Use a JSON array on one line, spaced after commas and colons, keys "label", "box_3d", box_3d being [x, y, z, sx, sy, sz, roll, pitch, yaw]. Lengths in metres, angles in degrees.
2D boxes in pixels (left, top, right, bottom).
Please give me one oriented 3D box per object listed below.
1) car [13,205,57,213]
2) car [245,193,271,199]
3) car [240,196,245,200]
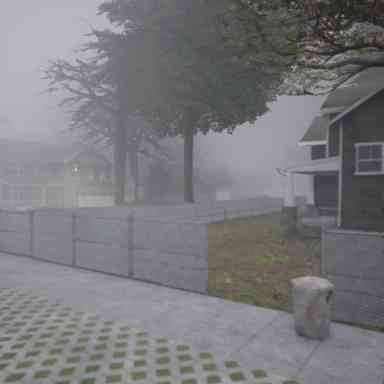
[{"label": "car", "box_3d": [-9.009, 1.478, 19.934, 1.812, 1.442, 4.674, 1, 1, 35]}, {"label": "car", "box_3d": [9.631, 1.074, 46.117, 1.837, 1.490, 4.892, 1, 2, 36]}, {"label": "car", "box_3d": [8.855, 0.974, 49.885, 2.128, 1.511, 4.902, 1, 1, 35]}]
